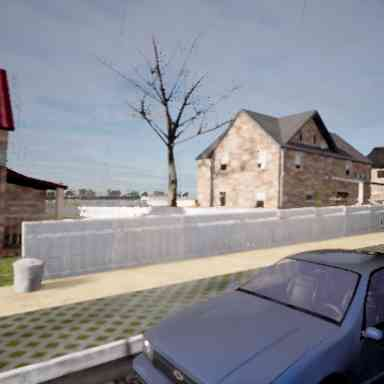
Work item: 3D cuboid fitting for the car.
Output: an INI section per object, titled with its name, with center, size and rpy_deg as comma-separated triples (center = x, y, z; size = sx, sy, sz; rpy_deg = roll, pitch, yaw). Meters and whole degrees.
[car]
center = 1.984, 1.542, 4.467
size = 5.357, 1.411, 2.033
rpy_deg = 0, 0, -35
